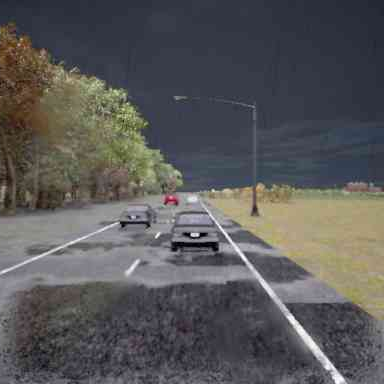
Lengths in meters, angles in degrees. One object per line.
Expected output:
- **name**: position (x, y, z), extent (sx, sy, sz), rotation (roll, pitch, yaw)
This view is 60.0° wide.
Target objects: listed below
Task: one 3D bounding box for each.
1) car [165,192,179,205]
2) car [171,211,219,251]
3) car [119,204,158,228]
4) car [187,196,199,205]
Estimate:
- **car**: position (-3.394, 1.080, 56.219), extent (2.150, 2.045, 5.566), rotation (0, 0, 0)
- **car**: position (0.101, 1.517, 13.991), extent (2.033, 1.411, 5.357), rotation (0, 0, 0)
- **car**: position (-3.397, 1.498, 21.776), extent (2.033, 1.411, 5.357), rotation (0, 0, 0)
- **car**: position (0.104, 1.385, 56.781), extent (1.812, 1.442, 4.674), rotation (0, 0, 0)
